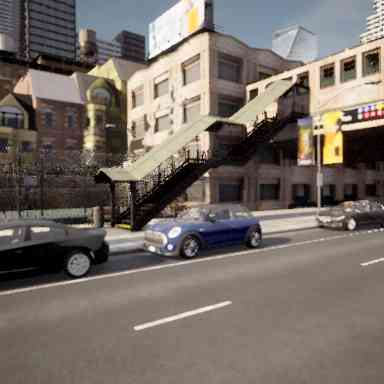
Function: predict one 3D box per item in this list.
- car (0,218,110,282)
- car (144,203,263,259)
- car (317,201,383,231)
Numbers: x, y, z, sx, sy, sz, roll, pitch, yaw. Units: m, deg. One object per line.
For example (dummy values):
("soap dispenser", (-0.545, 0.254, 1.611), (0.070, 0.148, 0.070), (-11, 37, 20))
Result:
("car", (-4.615, 1.468, 8.452), (5.008, 1.535, 2.097), (-1, 1, -37))
("car", (0.485, 1.262, 12.360), (4.553, 1.767, 2.185), (-1, 1, -37))
("car", (9.200, 1.253, 18.698), (4.892, 1.521, 2.231), (-1, 0, -27))
